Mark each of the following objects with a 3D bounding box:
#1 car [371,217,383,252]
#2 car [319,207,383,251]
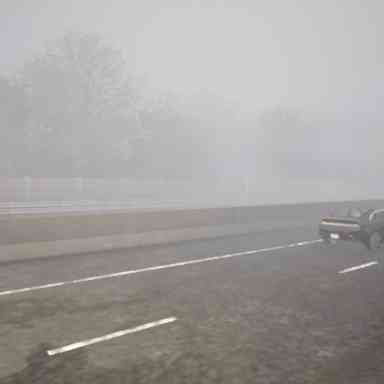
[{"bbox_3d":[7.364,1.413,9.154,5.357,1.411,2.033,-1,0,-36],"label":"car"},{"bbox_3d":[7.059,1.333,13.220,4.902,1.511,2.128,-1,1,-35],"label":"car"}]
